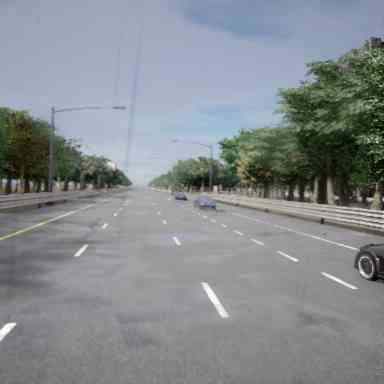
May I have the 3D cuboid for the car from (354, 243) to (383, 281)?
[{"bbox_3d":[5.667,1.646,7.514,1.994,1.385,4.181,2,1,-9],"label":"car"}]

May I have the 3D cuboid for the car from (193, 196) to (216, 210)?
[{"bbox_3d":[1.312,1.157,36.553,2.033,1.411,5.357,2,1,-9],"label":"car"}]

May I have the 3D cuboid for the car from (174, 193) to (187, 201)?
[{"bbox_3d":[-2.051,0.805,59.557,1.994,1.385,4.181,2,1,-7],"label":"car"}]
